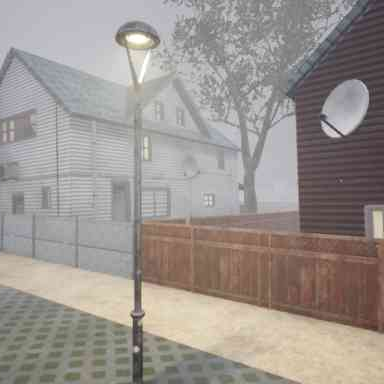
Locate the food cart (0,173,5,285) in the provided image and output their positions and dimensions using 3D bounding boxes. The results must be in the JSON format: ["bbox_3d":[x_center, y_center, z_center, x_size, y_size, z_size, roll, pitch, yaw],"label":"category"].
[{"bbox_3d":[-6.994,0.474,8.175,4.660,3.560,2.280,-2,0,35],"label":"food cart"}]
